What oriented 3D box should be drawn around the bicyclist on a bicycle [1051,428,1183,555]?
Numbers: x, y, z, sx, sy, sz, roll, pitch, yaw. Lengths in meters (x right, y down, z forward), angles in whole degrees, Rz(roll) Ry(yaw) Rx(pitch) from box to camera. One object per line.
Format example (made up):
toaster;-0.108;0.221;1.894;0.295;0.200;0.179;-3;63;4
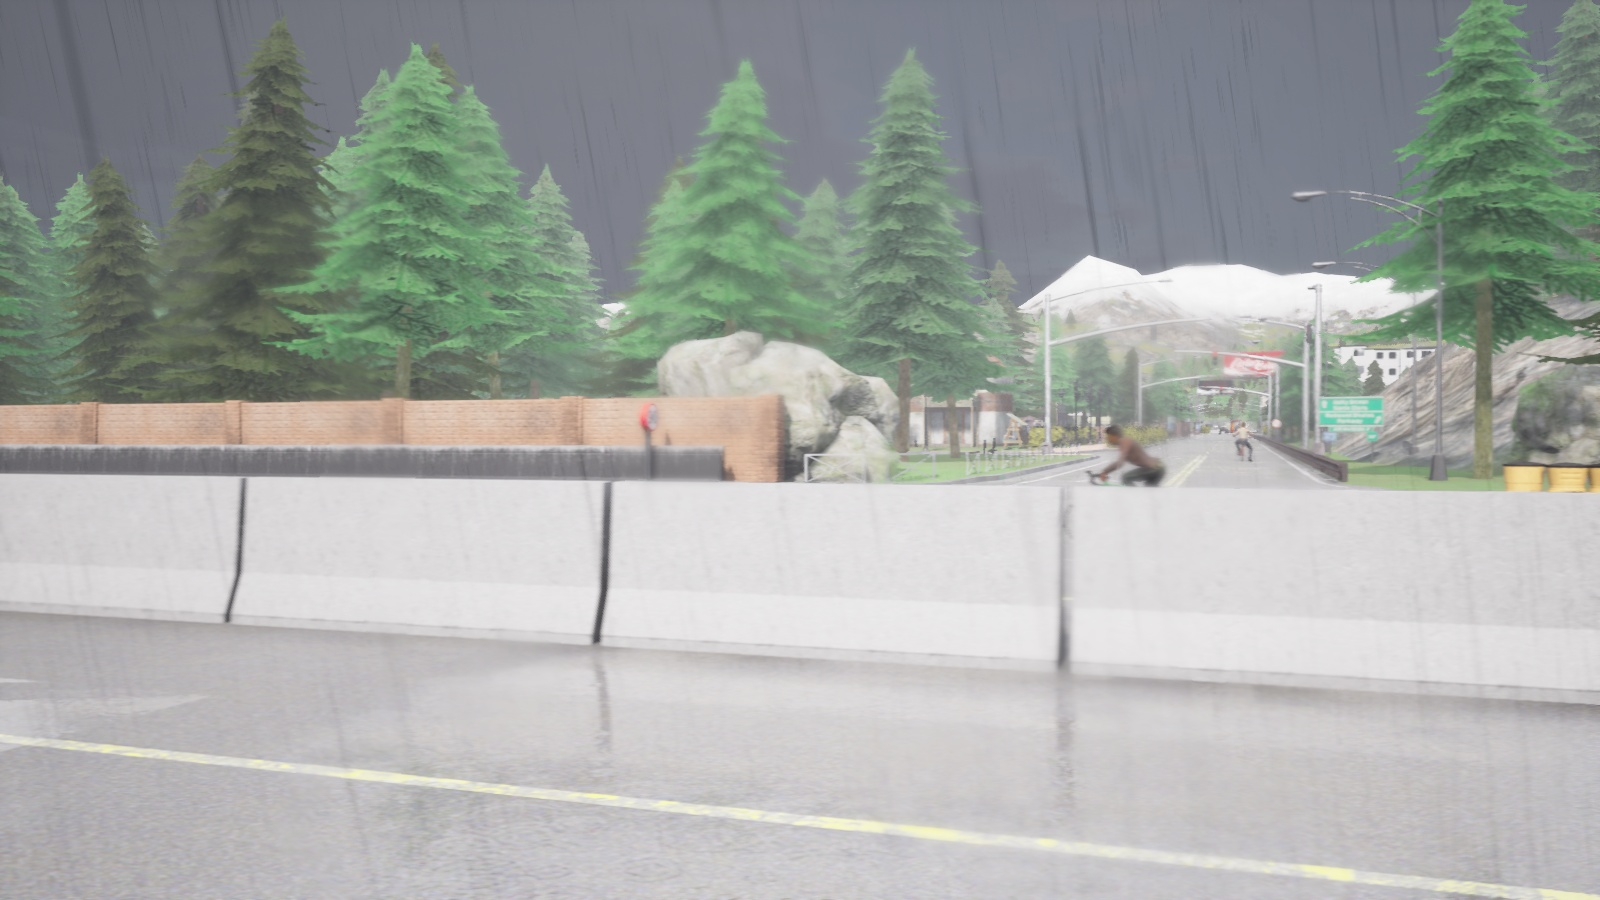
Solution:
bicyclist on a bicycle;4.179;0.527;16.556;1.656;1.620;0.582;0;1;19
